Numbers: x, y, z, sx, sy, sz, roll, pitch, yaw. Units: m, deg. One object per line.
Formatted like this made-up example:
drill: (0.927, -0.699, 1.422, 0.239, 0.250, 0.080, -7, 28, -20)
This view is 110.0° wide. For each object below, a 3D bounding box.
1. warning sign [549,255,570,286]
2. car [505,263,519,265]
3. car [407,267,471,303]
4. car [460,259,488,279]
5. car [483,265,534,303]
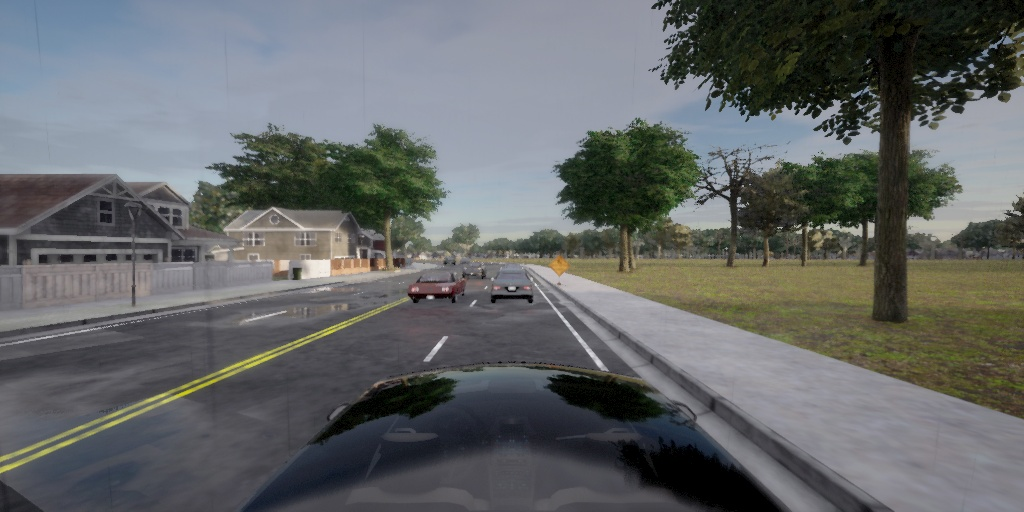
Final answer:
warning sign: (2.850, 0.858, 21.637, 1.300, 1.860, 1.060, 0, 0, 0)
car: (0.000, 1.302, 31.504, 2.033, 1.411, 5.357, 0, 0, 0)
car: (-3.250, 1.363, 16.532, 1.895, 1.301, 4.718, 0, 0, 0)
car: (-3.250, 1.234, 31.504, 2.128, 1.511, 4.902, 0, 0, 0)
car: (0.000, 1.309, 16.502, 2.033, 1.411, 5.357, 0, 0, 0)
